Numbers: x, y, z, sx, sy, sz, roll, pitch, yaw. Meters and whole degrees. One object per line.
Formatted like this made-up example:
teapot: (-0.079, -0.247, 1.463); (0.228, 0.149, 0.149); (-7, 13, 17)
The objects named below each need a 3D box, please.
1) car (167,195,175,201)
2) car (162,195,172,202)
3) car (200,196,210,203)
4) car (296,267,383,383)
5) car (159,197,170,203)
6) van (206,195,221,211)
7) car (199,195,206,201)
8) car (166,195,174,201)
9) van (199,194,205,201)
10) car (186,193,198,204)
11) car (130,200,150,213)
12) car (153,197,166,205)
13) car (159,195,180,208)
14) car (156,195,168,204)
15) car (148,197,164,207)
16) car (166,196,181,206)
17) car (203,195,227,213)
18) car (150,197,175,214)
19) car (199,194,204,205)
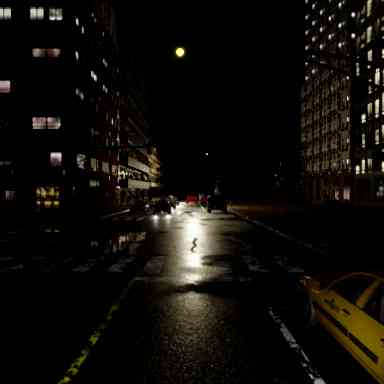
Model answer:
car: (-5.697, 1.642, 91.661); (1.887, 1.381, 4.507); (0, 0, 0)
car: (-5.697, 1.505, 75.082); (1.967, 1.590, 4.097); (0, 0, 0)
car: (2.684, 1.600, 69.556); (1.887, 1.381, 4.507); (0, 0, 0)
car: (2.686, 1.525, 4.154); (1.752, 1.417, 4.829); (0, 0, 0)
car: (-5.696, 1.637, 69.556); (1.802, 1.307, 4.206); (0, 0, 0)
van: (2.684, 1.357, 41.922); (1.690, 1.788, 3.998); (0, 0, 0)
car: (2.683, 1.611, 86.306); (1.752, 1.417, 4.829); (0, 0, 0)
car: (-5.697, 1.611, 85.966); (1.752, 1.417, 4.829); (0, 0, 0)
van: (2.682, 1.439, 91.662); (1.690, 1.788, 3.998); (0, 0, 0)
car: (-0.003, 1.270, 65.203); (2.150, 2.045, 5.566); (0, 0, 0)
car: (-5.694, 1.562, 36.396); (2.008, 1.369, 4.403); (0, 0, 0)
car: (-5.696, 1.582, 58.501); (1.887, 1.381, 4.507); (0, 0, 0)
car: (-3.090, 1.567, 45.432); (2.033, 1.411, 5.357); (0, 0, 0)
car: (-5.697, 1.487, 64.029); (1.967, 1.590, 4.097); (0, 0, 0)
car: (-5.696, 1.580, 52.975); (2.008, 1.369, 4.403); (0, 0, 0)
car: (-3.048, 1.525, 55.625); (2.128, 1.511, 4.902); (0, 0, 0)
car: (2.684, 1.326, 36.397); (2.192, 1.841, 5.009); (0, 0, 0)
car: (-3.123, 1.558, 35.304); (2.033, 1.411, 5.357); (0, 0, -4)
car: (2.683, 1.353, 58.502); (2.192, 1.841, 5.009); (0, 0, 0)
